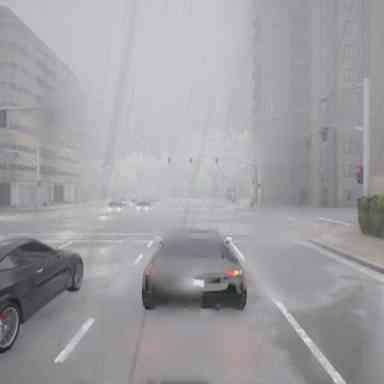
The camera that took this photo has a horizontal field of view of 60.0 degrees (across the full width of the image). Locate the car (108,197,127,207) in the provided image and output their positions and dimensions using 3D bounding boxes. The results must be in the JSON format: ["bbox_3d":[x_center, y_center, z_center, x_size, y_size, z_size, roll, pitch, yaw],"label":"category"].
[{"bbox_3d":[-10.674,1.456,48.226,2.033,1.411,5.357,0,0,0],"label":"car"}]

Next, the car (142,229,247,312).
[{"bbox_3d":[0.050,1.549,7.757,1.994,1.385,4.181,0,0,0],"label":"car"}]

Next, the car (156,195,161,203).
[{"bbox_3d":[-7.142,1.382,65.498,1.837,1.490,4.892,0,0,0],"label":"car"}]

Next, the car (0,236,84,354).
[{"bbox_3d":[-3.460,1.514,5.955,1.812,1.442,4.674,0,0,0],"label":"car"}]

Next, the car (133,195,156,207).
[{"bbox_3d":[-7.168,1.452,50.757,2.033,1.411,5.357,0,0,0],"label":"car"}]

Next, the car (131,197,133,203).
[{"bbox_3d":[-10.646,1.384,64.523,1.837,1.490,4.892,0,0,0],"label":"car"}]
